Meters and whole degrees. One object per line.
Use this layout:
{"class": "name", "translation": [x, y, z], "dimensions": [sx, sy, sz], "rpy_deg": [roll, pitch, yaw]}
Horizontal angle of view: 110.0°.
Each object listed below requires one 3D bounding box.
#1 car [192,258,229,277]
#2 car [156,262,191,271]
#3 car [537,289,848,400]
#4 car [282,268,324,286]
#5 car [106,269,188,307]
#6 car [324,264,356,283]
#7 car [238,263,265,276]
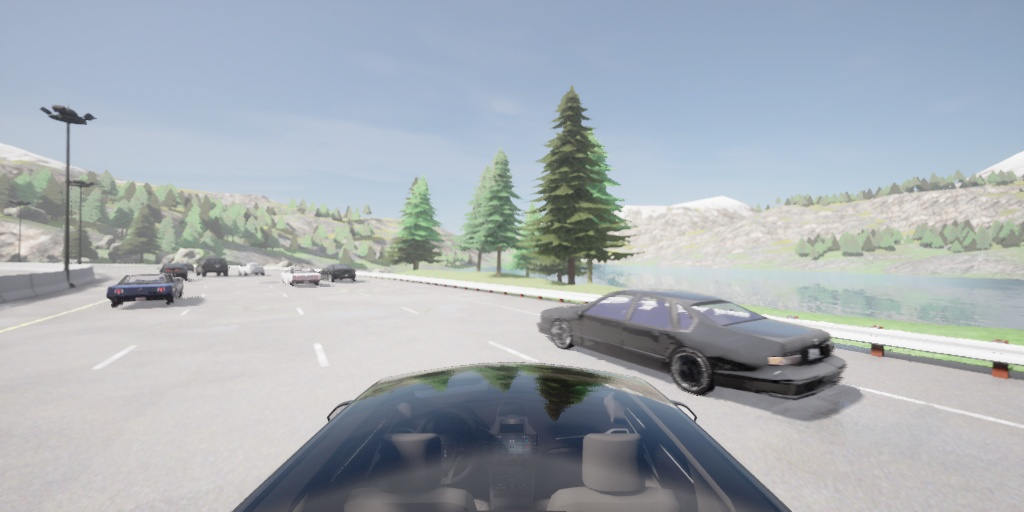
{"class": "car", "translation": [-32.994, 1.227, 39.450], "dimensions": [5.566, 2.045, 2.150], "rpy_deg": [0, -1, 41]}
{"class": "car", "translation": [-30.887, 1.457, 32.629], "dimensions": [4.892, 1.490, 1.837], "rpy_deg": [-1, -2, 44]}
{"class": "car", "translation": [2.672, 1.341, 6.849], "dimensions": [2.033, 1.411, 5.357], "rpy_deg": [0, -1, -31]}
{"class": "car", "translation": [-15.898, 1.529, 26.873], "dimensions": [1.895, 1.301, 4.718], "rpy_deg": [0, -1, -41]}
{"class": "car", "translation": [-16.280, 1.444, 16.172], "dimensions": [1.895, 1.301, 4.718], "rpy_deg": [0, -1, -38]}
{"class": "car", "translation": [-15.240, 1.442, 31.295], "dimensions": [1.882, 1.535, 5.008], "rpy_deg": [0, -1, -41]}
{"class": "car", "translation": [-30.015, 1.551, 41.367], "dimensions": [4.674, 1.442, 1.812], "rpy_deg": [0, -1, 43]}
